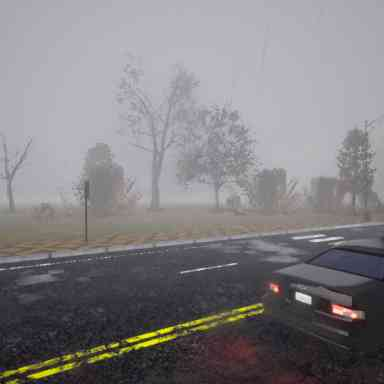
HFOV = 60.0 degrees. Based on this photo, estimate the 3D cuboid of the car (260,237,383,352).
[{"bbox_3d":[3.734,1.546,5.979,5.357,1.411,2.033,0,0,-31],"label":"car"}]
